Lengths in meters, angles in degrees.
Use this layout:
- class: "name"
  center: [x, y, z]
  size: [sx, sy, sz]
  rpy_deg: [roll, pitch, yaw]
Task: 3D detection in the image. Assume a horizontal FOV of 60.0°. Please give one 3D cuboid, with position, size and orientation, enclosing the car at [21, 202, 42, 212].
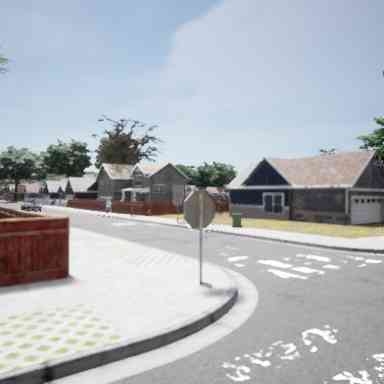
- class: "car"
  center: [-21.582, 2.046, 44.742]
  size: [1.895, 1.301, 4.718]
  rpy_deg: [1, -1, -36]
